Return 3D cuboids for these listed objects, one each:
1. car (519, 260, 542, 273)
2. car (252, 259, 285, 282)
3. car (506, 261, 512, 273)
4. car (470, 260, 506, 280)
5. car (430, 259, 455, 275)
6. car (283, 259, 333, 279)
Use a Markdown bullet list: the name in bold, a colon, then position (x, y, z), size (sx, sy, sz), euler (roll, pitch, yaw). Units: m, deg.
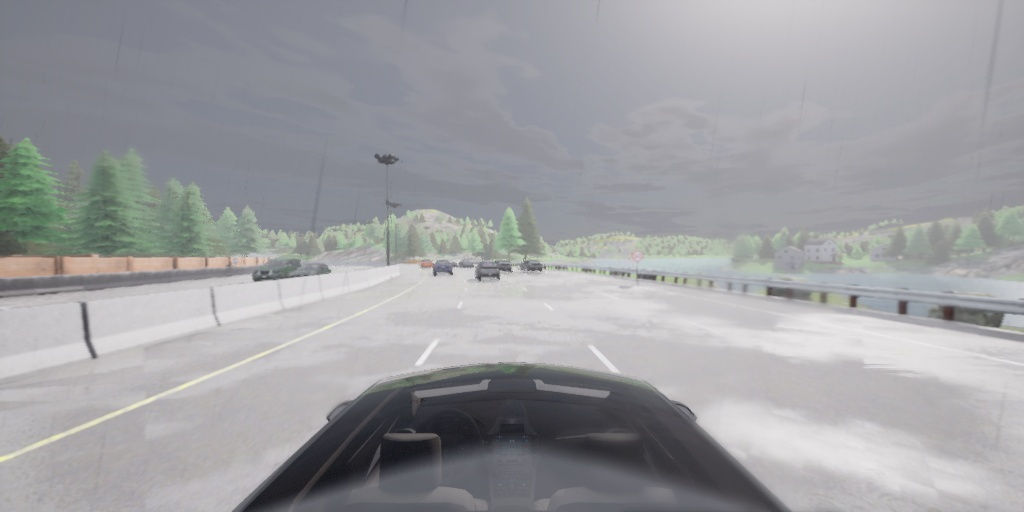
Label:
- **car**: position (2.268, 1.234, 43.678), size (1.837, 1.490, 4.892), euler (0, 0, -14)
- **car**: position (-20.292, 1.285, 31.427), size (2.150, 2.045, 5.566), euler (-1, 0, -10)
- **car**: position (-1.315, 1.288, 43.635), size (1.837, 1.490, 4.892), euler (0, 0, -14)
- **car**: position (-2.232, 1.284, 31.375), size (2.128, 1.511, 4.902), euler (-1, 0, -11)
- **car**: position (-8.276, 1.239, 42.504), size (2.097, 1.767, 4.553), euler (-1, 0, -14)
- **car**: position (-16.436, 1.359, 29.477), size (2.097, 1.767, 4.553), euler (-1, 0, -10)
